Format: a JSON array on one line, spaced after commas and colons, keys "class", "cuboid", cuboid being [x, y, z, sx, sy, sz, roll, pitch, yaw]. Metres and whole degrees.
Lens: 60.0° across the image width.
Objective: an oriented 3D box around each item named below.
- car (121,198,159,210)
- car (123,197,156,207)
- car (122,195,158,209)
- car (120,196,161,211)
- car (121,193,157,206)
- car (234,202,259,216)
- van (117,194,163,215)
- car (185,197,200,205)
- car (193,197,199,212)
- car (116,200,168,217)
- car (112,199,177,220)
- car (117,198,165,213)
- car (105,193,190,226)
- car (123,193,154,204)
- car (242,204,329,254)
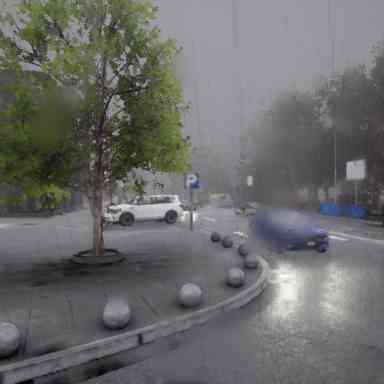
[{"class": "car", "cuboid": [-6.919, 1.536, 44.401, 4.674, 1.452, 2.002, -1, 0, -30]}, {"class": "car", "cuboid": [-8.425, 1.534, 53.299, 4.792, 1.488, 2.163, -1, 0, -30]}, {"class": "car", "cuboid": [-7.399, 1.372, 47.372, 4.553, 1.767, 2.185, -1, 0, -30]}, {"class": "car", "cuboid": [-6.438, 1.369, 41.431, 4.553, 1.767, 2.185, -1, 0, -30]}, {"class": "car", "cuboid": [-8.936, 1.258, 56.255, 5.566, 2.045, 2.435, -1, 0, -30]}, {"class": "car", "cuboid": [5.214, 1.570, 30.191, 1.994, 1.385, 4.181, 0, 0, -10]}, {"class": "van", "cuboid": [-5.478, 1.268, 35.459, 4.442, 1.987, 1.878, -1, 0, -30]}, {"class": "car", "cuboid": [0.043, 1.592, 59.385, 1.994, 1.385, 4.181, 0, 0, -10]}, {"class": "car", "cuboid": [-0.668, 1.573, 39.310, 1.994, 1.385, 4.181, 0, 0, -10]}, {"class": "car", "cuboid": [-4.864, 1.531, 32.564, 4.674, 1.452, 2.002, -1, 0, -30]}, {"class": "car", "cuboid": [-4.178, 1.485, 29.698, 5.366, 1.575, 1.946, -1, 0, -30]}, {"class": "car", "cuboid": [-5.884, 1.493, 38.480, 5.008, 1.535, 2.097, -1, 0, -30]}, {"class": "car", "cuboid": [-3.315, 1.237, 23.663, 5.566, 2.045, 2.435, -1, 0, -30]}, {"class": "car", "cuboid": [-10.476, 1.277, 65.140, 5.566, 2.045, 2.435, -1, 0, -30]}, {"class": "car", "cuboid": [3.757, 1.479, 13.763, 1.882, 1.535, 5.008, 0, 0, -6]}]
